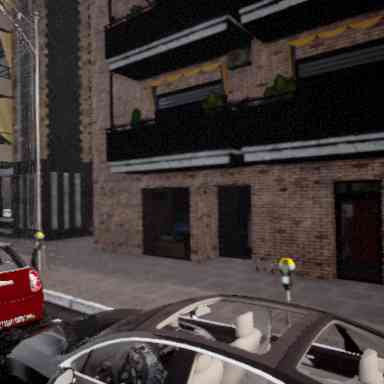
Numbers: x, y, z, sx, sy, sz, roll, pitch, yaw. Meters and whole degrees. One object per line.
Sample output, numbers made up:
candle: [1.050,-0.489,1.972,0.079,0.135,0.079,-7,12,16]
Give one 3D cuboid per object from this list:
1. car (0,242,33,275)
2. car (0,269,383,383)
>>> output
car: [-4.500,1.520,5.936,4.097,1.590,1.967,-1,-1,35]
car: [0.111,1.566,2.651,4.403,1.369,2.008,-1,-1,35]
